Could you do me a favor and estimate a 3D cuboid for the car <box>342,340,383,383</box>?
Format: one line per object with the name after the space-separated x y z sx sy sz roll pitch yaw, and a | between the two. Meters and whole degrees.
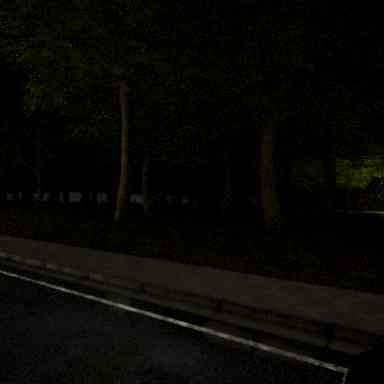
3.240 1.491 1.374 4.902 1.511 2.128 0 0 35 | car
